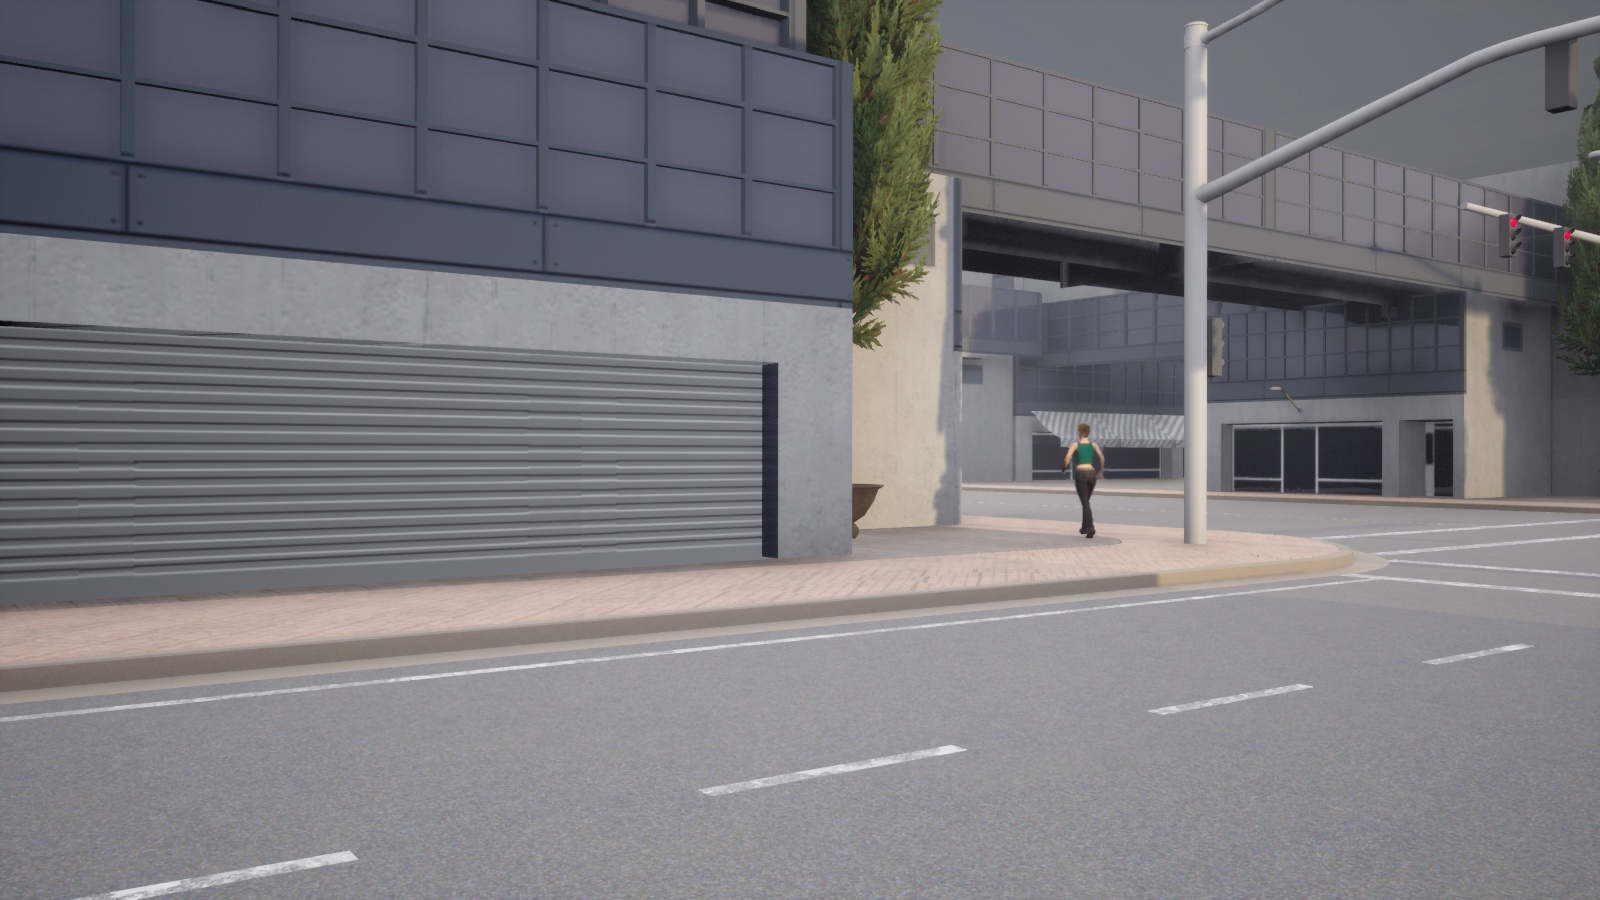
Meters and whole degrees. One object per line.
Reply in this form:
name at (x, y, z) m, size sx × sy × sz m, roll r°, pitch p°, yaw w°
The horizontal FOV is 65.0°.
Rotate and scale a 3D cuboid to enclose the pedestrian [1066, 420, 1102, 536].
pedestrian at (4.566, 0.443, 20.199) m, size 0.345 × 1.836 × 0.594 m, roll 0°, pitch 0°, yaw -12°
